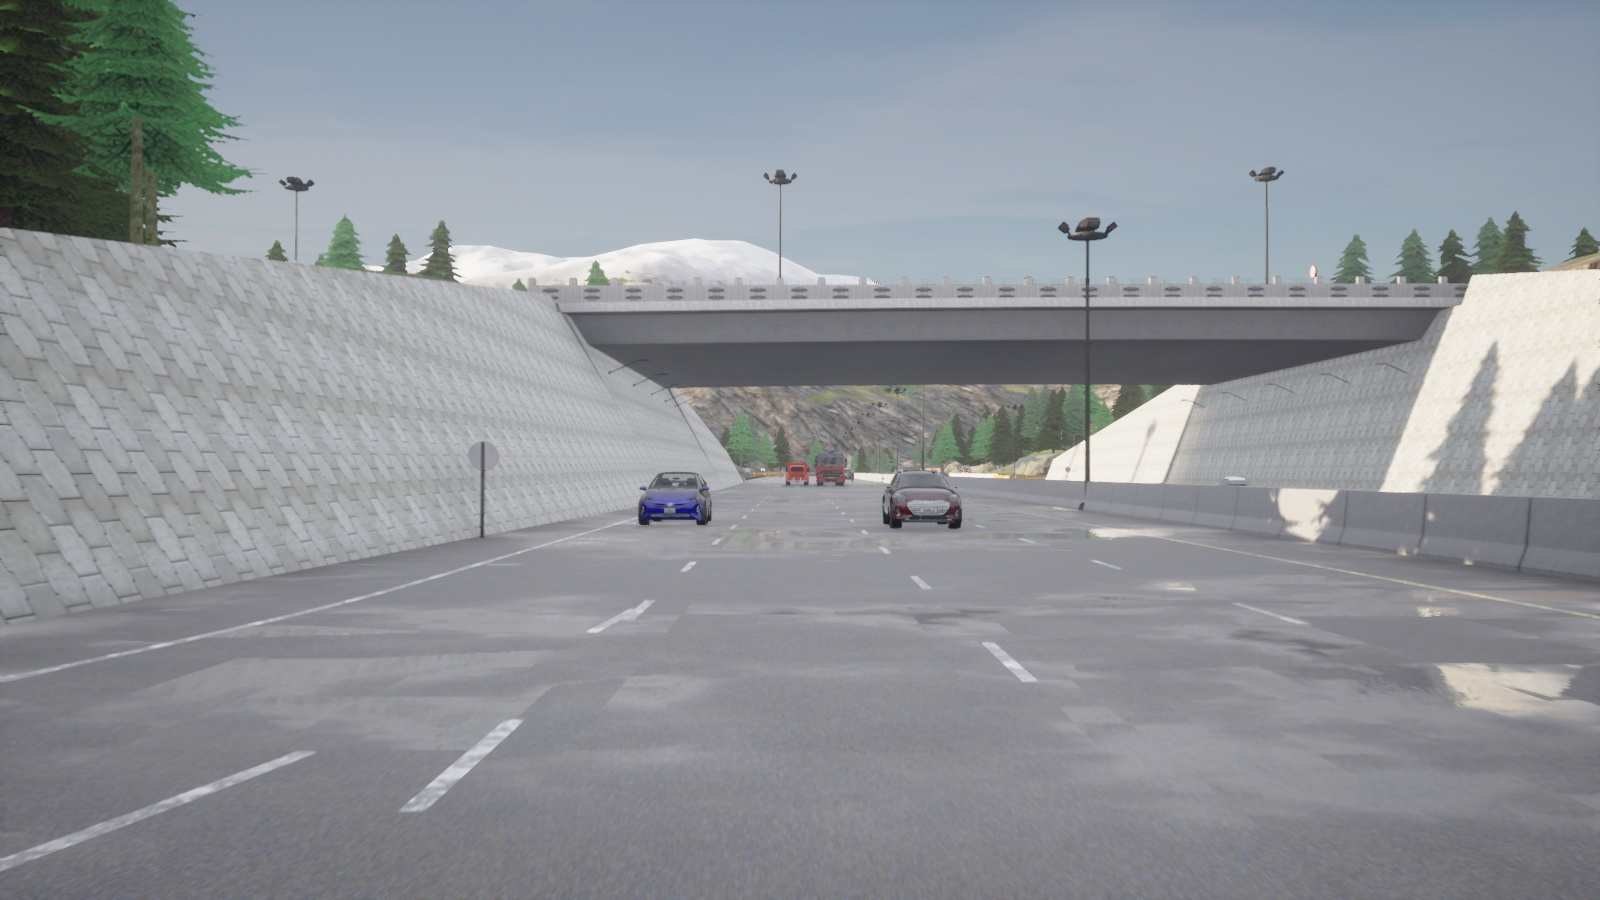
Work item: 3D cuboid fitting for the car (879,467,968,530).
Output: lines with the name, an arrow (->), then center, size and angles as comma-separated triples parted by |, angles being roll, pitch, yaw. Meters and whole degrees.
car -> 3.413, 1.327, 35.622 | 2.033, 1.649, 4.856 | 0, -1, 0

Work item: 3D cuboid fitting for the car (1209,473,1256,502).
car -> 20.853, 1.800, 60.596 | 1.481, 1.376, 2.207 | 0, -1, 0

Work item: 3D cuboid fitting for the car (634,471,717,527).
car -> -3.590, 1.394, 36.909 | 2.007, 1.525, 4.514 | 0, -1, 0
